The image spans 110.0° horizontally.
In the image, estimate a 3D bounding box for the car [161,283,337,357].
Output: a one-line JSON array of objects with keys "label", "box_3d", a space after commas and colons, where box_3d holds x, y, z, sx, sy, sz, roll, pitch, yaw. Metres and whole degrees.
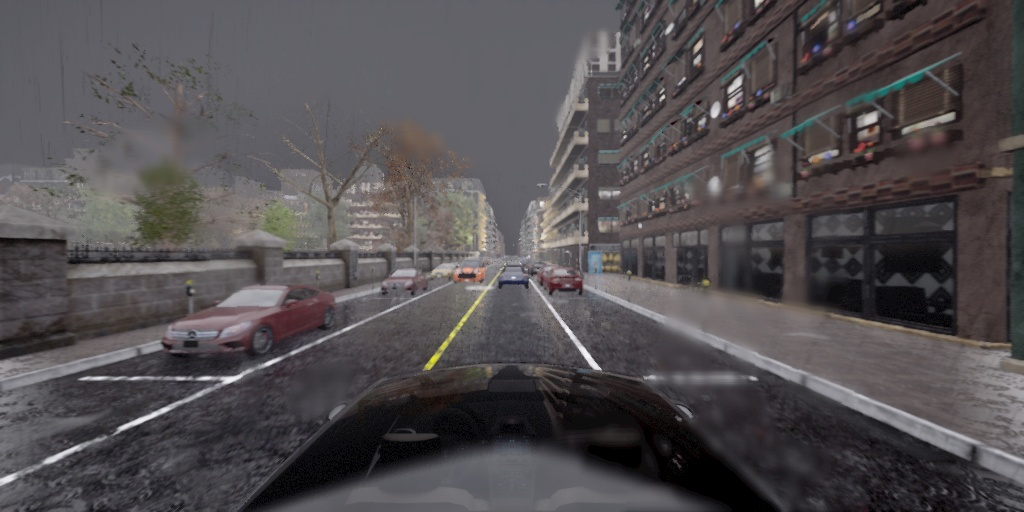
[{"label": "car", "box_3d": [-5.692, 1.327, 8.455, 1.802, 1.307, 4.207, 0, 0, 0]}]

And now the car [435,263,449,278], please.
[{"label": "car", "box_3d": [-5.693, 1.261, 30.426, 1.751, 1.417, 4.829, 0, 0, 0]}]

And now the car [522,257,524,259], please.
[{"label": "car", "box_3d": [2.685, 1.297, 63.808, 1.948, 1.339, 4.313, 0, 0, 0]}]

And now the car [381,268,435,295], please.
[{"label": "car", "box_3d": [-5.692, 1.322, 19.526, 1.802, 1.307, 4.207, 0, 0, 0]}]

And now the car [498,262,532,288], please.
[{"label": "car", "box_3d": [0.096, 1.301, 23.942, 1.994, 1.385, 4.181, 0, 0, 0]}]

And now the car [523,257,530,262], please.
[{"label": "car", "box_3d": [2.687, 1.174, 41.667, 1.967, 1.591, 4.097, 0, 0, 0]}]

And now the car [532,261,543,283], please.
[{"label": "car", "box_3d": [2.688, 1.283, 25.062, 1.888, 1.381, 4.507, 0, 0, 0]}]

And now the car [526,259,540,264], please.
[{"label": "car", "box_3d": [2.687, 1.301, 36.133, 1.948, 1.339, 4.313, 0, 0, 0]}]

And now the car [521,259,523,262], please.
[{"label": "car", "box_3d": [0.098, 1.334, 43.625, 1.895, 1.301, 4.718, 0, 0, 0]}]

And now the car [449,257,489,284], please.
[{"label": "car", "box_3d": [-3.099, 1.089, 26.960, 2.097, 1.767, 4.553, 0, 0, 0]}]

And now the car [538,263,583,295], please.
[{"label": "car", "box_3d": [2.688, 1.285, 19.527, 1.888, 1.381, 4.507, 0, 0, 0]}]
